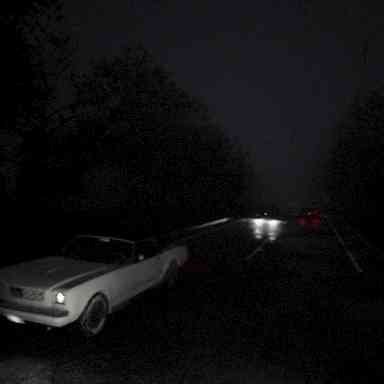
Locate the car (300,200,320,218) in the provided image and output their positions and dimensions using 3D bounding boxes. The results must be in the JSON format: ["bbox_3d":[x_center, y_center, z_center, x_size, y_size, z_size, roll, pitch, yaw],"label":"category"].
[{"bbox_3d":[12.622,1.979,35.577,1.812,1.442,4.674,2,0,20],"label":"car"}]

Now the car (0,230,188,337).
[{"bbox_3d":[-1.736,1.515,6.774,1.895,1.301,4.718,2,0,20],"label":"car"}]

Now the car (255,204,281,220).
[{"bbox_3d":[7.235,1.802,31.377,1.994,1.385,4.181,2,0,20],"label":"car"}]
